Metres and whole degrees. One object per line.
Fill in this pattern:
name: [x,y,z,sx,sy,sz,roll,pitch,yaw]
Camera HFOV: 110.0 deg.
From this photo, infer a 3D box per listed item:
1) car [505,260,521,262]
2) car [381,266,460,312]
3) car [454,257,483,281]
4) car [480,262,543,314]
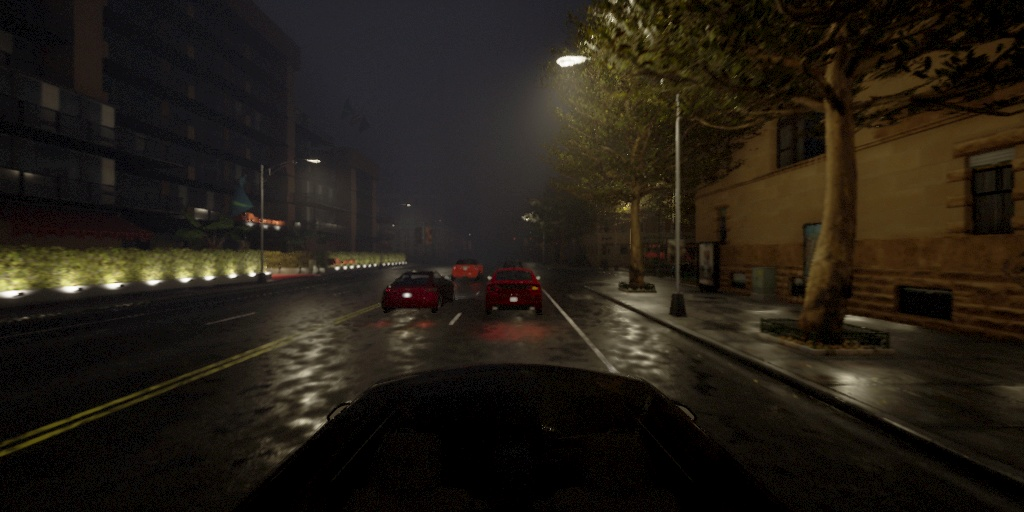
car: [0.072,1.093,28.831,2.128,1.511,4.902,0,0,0]
car: [-3.427,1.247,13.766,1.994,1.385,4.181,0,0,0]
car: [-3.431,0.953,28.524,2.097,1.767,4.553,0,0,0]
car: [0.069,1.164,13.391,1.882,1.535,5.008,0,0,0]
